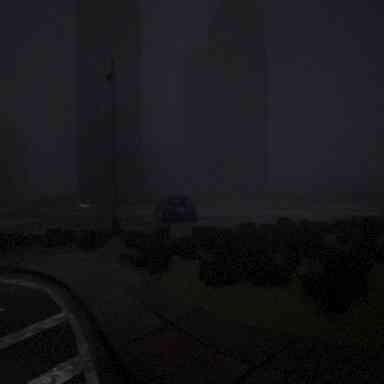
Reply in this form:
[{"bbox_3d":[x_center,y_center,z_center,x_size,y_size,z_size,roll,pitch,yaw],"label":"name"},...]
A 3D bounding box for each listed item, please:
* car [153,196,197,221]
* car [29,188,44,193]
[{"bbox_3d":[-1.205,1.060,21.896,2.242,1.667,4.611,-1,1,-16],"label":"car"},{"bbox_3d":[-36.152,0.056,77.249,1.905,1.878,3.866,-7,-4,31],"label":"car"}]
